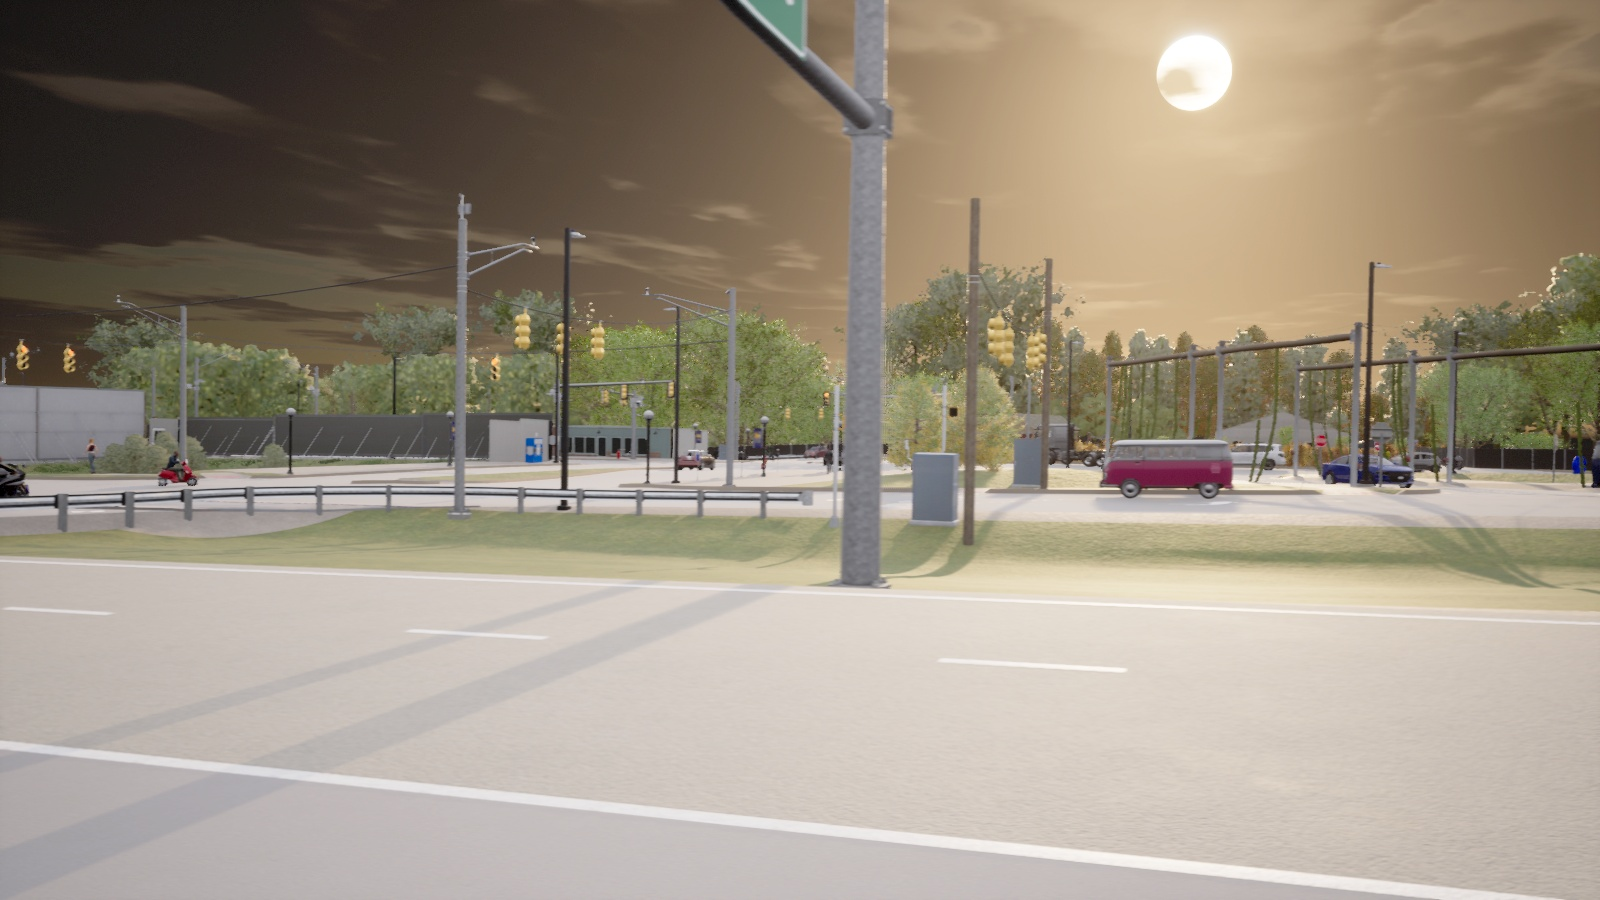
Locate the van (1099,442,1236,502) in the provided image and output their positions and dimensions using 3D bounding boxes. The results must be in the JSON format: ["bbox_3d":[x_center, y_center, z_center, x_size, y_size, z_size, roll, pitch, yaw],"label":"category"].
[{"bbox_3d":[12.607,0.729,43.107,4.442,1.987,1.775,0,1,18],"label":"van"}]

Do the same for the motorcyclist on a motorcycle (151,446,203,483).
[{"bbox_3d":[-27.169,0.616,54.788,1.817,1.590,0.866,0,0,2],"label":"motorcyclist on a motorcycle"}]

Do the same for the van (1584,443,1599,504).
[{"bbox_3d":[27.395,0.754,39.600,1.775,1.987,4.442,0,-1,-17],"label":"van"}]

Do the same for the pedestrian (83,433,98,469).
[{"bbox_3d":[-37.067,0.037,65.585,0.594,1.836,0.345,2,1,19],"label":"pedestrian"}]

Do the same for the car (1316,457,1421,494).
[{"bbox_3d":[25.175,1.118,55.842,1.882,1.535,5.008,1,0,-7],"label":"car"}]

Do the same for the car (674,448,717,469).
[{"bbox_3d":[-7.613,0.644,91.919,1.970,1.475,3.806,1,0,14],"label":"car"}]

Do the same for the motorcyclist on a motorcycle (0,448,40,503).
[{"bbox_3d":[-23.466,0.748,36.624,0.866,1.530,2.191,1,2,16],"label":"motorcyclist on a motorcycle"}]
